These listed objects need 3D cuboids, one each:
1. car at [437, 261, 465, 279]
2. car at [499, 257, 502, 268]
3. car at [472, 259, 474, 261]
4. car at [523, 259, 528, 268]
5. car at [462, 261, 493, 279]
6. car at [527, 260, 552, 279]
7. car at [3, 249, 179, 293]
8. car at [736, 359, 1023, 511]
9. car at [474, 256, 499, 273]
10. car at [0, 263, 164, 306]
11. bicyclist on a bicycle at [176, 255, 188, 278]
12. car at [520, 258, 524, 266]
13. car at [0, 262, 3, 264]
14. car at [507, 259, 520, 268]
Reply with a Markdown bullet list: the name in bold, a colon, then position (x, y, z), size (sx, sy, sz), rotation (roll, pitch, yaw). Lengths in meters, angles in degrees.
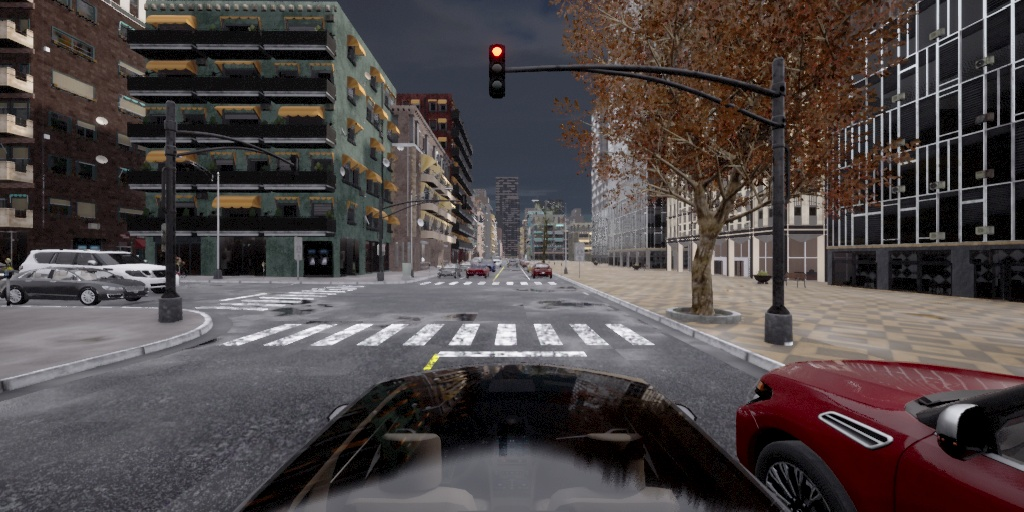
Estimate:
- **car**: position (-5.696, 1.312, 32.976), size (2.007, 1.370, 4.403), rotation (0, 0, 0)
- **car**: position (-3.056, 1.020, 64.200), size (2.150, 2.045, 5.566), rotation (0, 0, 1)
- **car**: position (-5.698, 1.323, 44.041), size (2.007, 1.370, 4.403), rotation (0, 0, 0)
- **car**: position (2.682, 1.298, 44.213), size (1.751, 1.417, 4.829), rotation (0, 0, 0)
- **car**: position (-3.108, 1.363, 33.010), size (1.895, 1.301, 4.718), rotation (0, 0, 0)
- **car**: position (2.685, 1.307, 32.977), size (1.888, 1.381, 4.507), rotation (0, 0, 0)
- **car**: position (-18.430, 0.738, 16.126), size (5.566, 2.045, 2.150), rotation (1, 0, -1)
- **car**: position (2.692, 1.065, 0.590), size (2.192, 1.841, 5.009), rotation (0, 0, 0)
- **car**: position (-3.107, 1.124, 44.295), size (2.097, 1.767, 4.553), rotation (0, 0, 0)
- **car**: position (-16.437, 1.092, 13.558), size (4.403, 1.370, 2.007), rotation (0, 0, -1)
- **bicyclist on a bicycle**: position (-23.173, 0.761, 24.817), size (0.582, 1.620, 1.656), rotation (1, 0, -1)
- **car**: position (2.679, 1.375, 60.640), size (1.802, 1.307, 4.207), rotation (0, 0, 0)
- **car**: position (-33.192, 0.869, 21.766), size (4.403, 1.370, 2.007), rotation (0, 0, -1)
- **car**: position (0.087, 1.289, 64.453), size (2.128, 1.511, 4.902), rotation (0, 0, 0)
